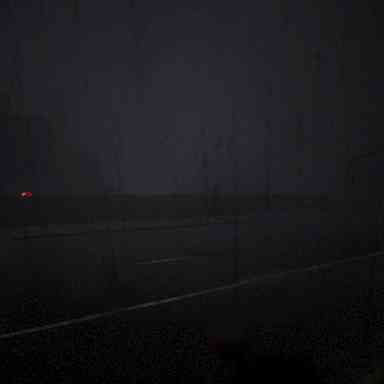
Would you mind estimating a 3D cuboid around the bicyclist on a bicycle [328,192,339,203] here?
[{"bbox_3d":[26.985,0.782,62.701,1.656,1.620,0.582,-21,15,34],"label":"bicyclist on a bicycle"}]
